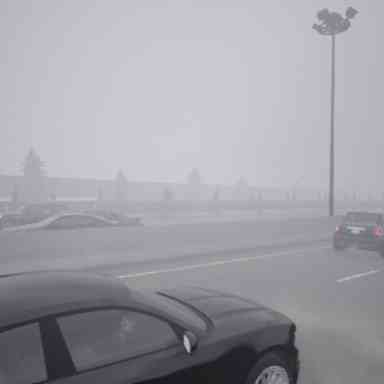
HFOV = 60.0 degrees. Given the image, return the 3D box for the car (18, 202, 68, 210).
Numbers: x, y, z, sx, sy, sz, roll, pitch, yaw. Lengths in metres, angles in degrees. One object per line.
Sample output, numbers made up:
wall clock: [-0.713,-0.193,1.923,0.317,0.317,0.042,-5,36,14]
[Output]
car: [-9.050,1.394,19.032,4.553,1.767,2.097,1,0,-35]

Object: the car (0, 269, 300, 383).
car: [-1.107,1.486,2.958,5.008,1.535,1.882,1,-1,-35]

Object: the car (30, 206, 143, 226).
car: [-5.258,1.616,17.437,5.357,1.411,2.033,1,-1,-35]

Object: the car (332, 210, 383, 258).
car: [7.812,1.521,13.613,4.553,1.767,2.097,1,0,-35]

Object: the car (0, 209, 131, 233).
car: [-5.094,1.567,13.253,4.674,1.442,1.812,1,-1,-35]
